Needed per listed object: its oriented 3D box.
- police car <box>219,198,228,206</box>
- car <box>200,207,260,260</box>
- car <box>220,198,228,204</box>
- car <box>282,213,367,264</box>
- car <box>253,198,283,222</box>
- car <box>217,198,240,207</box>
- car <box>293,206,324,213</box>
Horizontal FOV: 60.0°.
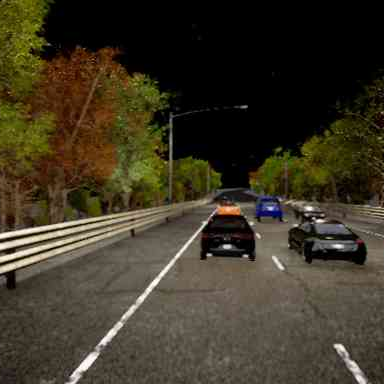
[{"bbox_3d":[7.087,2.144,74.554,1.930,1.638,5.238,0,-1,6],"label":"police car"},{"bbox_3d":[1.408,1.605,13.056,1.882,1.535,5.008,0,0,6],"label":"car"},{"bbox_3d":[8.177,2.319,84.385,1.837,1.490,4.892,0,-1,6],"label":"car"},{"bbox_3d":[4.872,1.709,12.540,1.994,1.385,4.181,0,0,7],"label":"car"},{"bbox_3d":[6.856,1.539,30.320,2.150,2.045,5.566,0,0,6],"label":"car"},{"bbox_3d":[3.443,1.657,31.323,2.097,1.767,4.553,0,-1,6],"label":"car"},{"bbox_3d":[10.277,1.930,29.437,1.895,1.301,4.718,0,-1,6],"label":"car"}]
